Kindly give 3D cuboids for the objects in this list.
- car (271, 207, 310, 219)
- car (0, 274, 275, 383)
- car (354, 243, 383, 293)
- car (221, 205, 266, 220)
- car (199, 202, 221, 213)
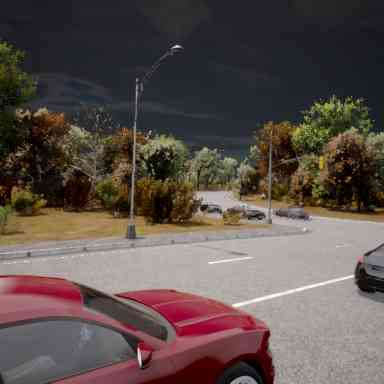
[{"bbox_3d":[11.789,2.486,40.161,2.033,1.411,5.357,3,-1,-23],"label":"car"},{"bbox_3d":[-1.434,1.479,2.722,5.008,1.535,1.882,0,0,-36],"label":"car"},{"bbox_3d":[5.713,1.663,7.879,4.181,1.385,1.994,1,-1,-35],"label":"car"},{"bbox_3d":[5.723,2.173,36.010,2.033,1.411,5.357,3,-1,-27],"label":"car"},{"bbox_3d":[2.481,2.076,44.713,1.994,1.385,4.181,3,0,-19],"label":"car"}]
